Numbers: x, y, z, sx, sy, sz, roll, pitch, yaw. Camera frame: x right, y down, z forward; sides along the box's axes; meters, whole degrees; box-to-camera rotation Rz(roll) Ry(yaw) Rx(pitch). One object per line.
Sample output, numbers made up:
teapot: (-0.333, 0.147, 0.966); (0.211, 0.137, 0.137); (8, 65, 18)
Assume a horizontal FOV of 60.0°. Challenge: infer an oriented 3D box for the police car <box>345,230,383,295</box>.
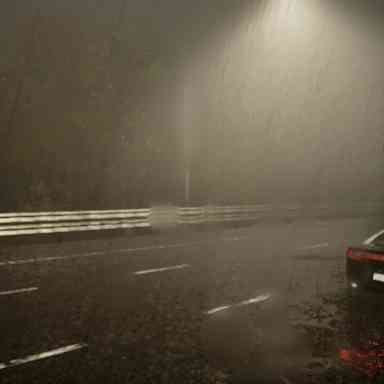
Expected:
police car: (5.722, 1.435, 7.843); (5.238, 1.638, 1.930); (0, 0, -35)
